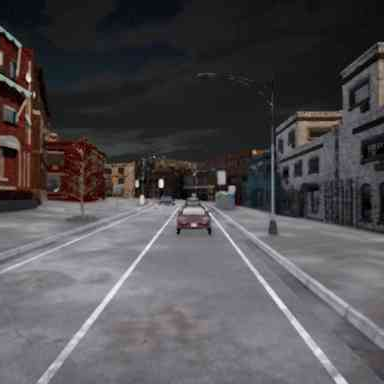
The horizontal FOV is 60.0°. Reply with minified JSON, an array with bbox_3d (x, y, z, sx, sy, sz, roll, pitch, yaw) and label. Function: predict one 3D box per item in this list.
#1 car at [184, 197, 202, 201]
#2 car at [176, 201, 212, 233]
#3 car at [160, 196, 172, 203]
[{"bbox_3d":[0.108,1.320,39.376,2.128,1.511,4.902,0,0,0],"label":"car"},{"bbox_3d":[0.104,1.444,18.736,1.812,1.442,4.674,0,0,0],"label":"car"},{"bbox_3d":[-4.580,1.336,59.198,1.895,1.301,4.718,0,0,-9],"label":"car"}]
